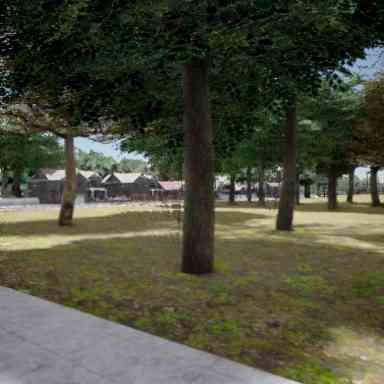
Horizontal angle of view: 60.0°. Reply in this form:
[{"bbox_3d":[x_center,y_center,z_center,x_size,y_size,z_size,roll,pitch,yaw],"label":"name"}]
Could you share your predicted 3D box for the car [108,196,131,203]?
[{"bbox_3d":[-14.699,1.476,67.299,1.895,1.301,4.718,0,0,35],"label":"car"}]
